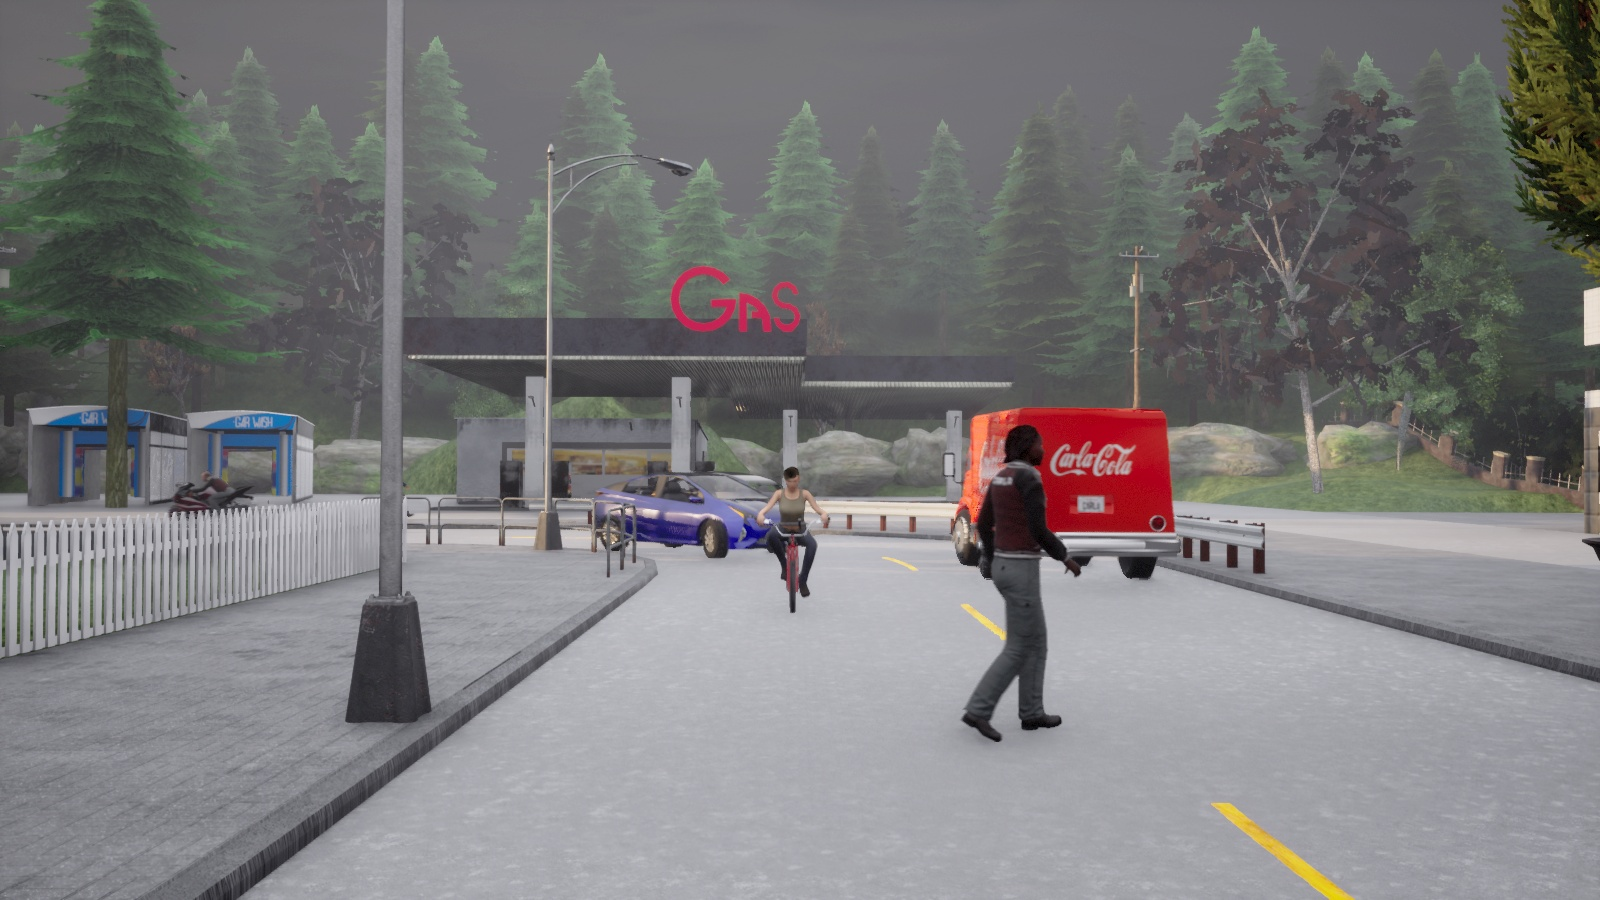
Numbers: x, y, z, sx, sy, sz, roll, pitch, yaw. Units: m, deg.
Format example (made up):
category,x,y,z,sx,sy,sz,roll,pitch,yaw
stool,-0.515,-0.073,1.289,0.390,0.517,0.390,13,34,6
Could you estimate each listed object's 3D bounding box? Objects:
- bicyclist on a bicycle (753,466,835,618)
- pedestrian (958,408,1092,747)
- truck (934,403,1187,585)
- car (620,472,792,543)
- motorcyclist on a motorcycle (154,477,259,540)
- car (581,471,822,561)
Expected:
category,x,y,z,sx,sy,sz,roll,pitch,yaw
bicyclist on a bicycle,-0.073,0.989,14.156,0.866,1.612,1.509,0,-1,-1
pedestrian,1.321,0.729,7.410,0.666,1.930,0.402,0,-1,-10
truck,3.817,0.642,19.640,2.627,2.467,5.204,0,-1,-3
car,-2.212,1.294,29.240,3.705,1.549,1.789,-1,-1,35
motorcyclist on a motorcycle,-14.650,1.428,31.033,2.191,1.530,0.866,0,-1,-1
car,-1.929,1.167,23.703,4.514,1.525,2.007,-1,-1,43
